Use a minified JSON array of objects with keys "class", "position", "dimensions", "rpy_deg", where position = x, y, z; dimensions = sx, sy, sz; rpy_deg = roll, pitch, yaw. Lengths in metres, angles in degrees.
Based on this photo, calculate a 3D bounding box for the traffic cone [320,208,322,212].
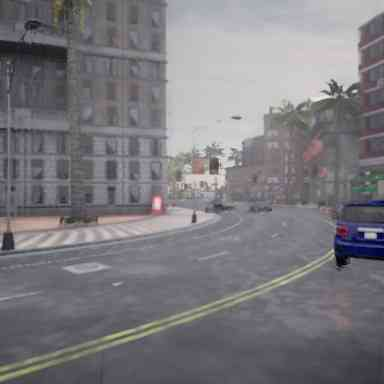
[{"class":"traffic cone","position":[16.148,2.256,41.564],"dimensions":[0.340,0.580,0.340],"rpy_deg":[0,-1,3]}]

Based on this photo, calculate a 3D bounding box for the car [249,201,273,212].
[{"class":"car","position":[9.196,1.936,44.580],"dimensions":[1.994,1.385,4.181],"rpy_deg":[0,-1,-11]}]

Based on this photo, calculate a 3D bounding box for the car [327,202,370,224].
[{"class":"car","position":[12.869,1.681,27.723],"dimensions":[2.128,1.511,4.902],"rpy_deg":[0,-1,11]}]

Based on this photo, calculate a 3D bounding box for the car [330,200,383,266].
[{"class":"car","position":[6.393,1.293,11.283],"dimensions":[2.150,2.045,5.566],"rpy_deg":[0,-1,35]}]

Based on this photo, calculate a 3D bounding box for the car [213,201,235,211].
[{"class":"car","position":[4.633,1.990,49.067],"dimensions":[2.033,1.411,5.357],"rpy_deg":[0,-1,-14]}]

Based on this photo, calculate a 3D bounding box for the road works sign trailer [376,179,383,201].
[{"class":"road works sign trailer","position":[16.933,0.636,28.518],"dimensions":[2.380,3.560,2.880],"rpy_deg":[0,-1,3]}]
